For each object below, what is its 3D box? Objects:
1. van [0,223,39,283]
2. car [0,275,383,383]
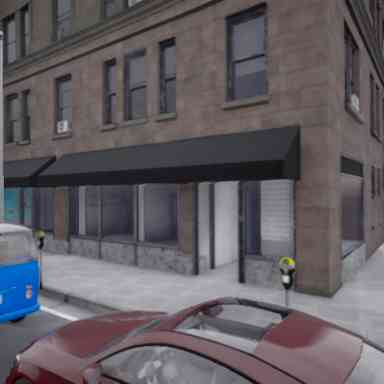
[{"bbox_3d":[-4.460,1.405,6.028,3.998,1.788,1.690,-1,0,35],"label":"van"},{"bbox_3d":[0.158,1.594,2.735,4.206,1.307,1.802,-1,0,35],"label":"car"}]
